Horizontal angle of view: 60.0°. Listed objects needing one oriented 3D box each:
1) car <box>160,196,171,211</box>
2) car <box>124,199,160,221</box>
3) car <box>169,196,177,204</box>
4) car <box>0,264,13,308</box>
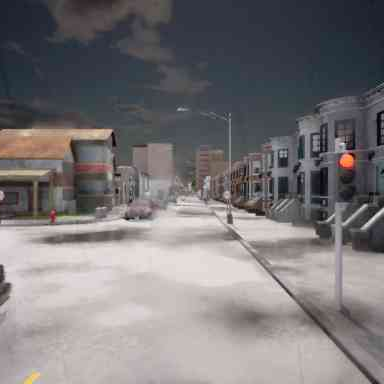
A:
[{"bbox_3d":[-4.041,1.563,40.292,1.994,1.385,4.181,0,0,0],"label":"car"},{"bbox_3d":[-4.069,1.352,26.930,2.097,1.767,4.553,0,0,0],"label":"car"},{"bbox_3d":[-3.917,1.507,64.180,1.837,1.490,4.892,0,-1,1],"label":"car"},{"bbox_3d":[-4.096,1.547,3.532,2.033,1.411,5.357,0,0,0],"label":"car"}]
